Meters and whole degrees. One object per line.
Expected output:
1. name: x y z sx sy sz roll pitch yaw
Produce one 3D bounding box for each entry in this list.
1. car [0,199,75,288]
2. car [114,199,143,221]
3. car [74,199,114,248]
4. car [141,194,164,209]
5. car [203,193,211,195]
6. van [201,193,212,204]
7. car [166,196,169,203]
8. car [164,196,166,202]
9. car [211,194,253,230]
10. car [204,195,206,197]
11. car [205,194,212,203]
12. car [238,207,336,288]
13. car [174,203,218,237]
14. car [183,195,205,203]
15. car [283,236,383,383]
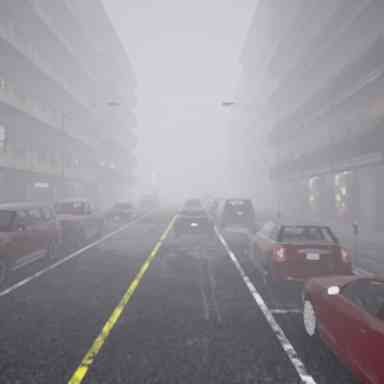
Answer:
1. car: -5.291 1.271 9.113 2.192 1.841 5.009 1 0 0
2. car: -5.297 1.449 25.707 1.947 1.339 4.313 1 0 0
3. car: -5.291 1.245 14.643 2.192 1.841 5.009 1 0 0
4. car: -5.291 1.143 42.295 2.192 1.841 5.009 1 0 0
5. car: 2.555 1.116 53.303 2.192 1.841 5.009 1 0 0
6. van: 2.554 1.131 58.835 1.690 1.788 3.998 1 0 0
7. car: -5.298 1.363 64.421 1.802 1.307 4.206 1 0 0
8. car: -5.297 1.358 47.827 1.887 1.381 4.507 1 0 0
9. car: 2.555 1.221 20.114 2.192 1.841 5.009 1 0 0
10. car: 2.549 1.410 42.241 1.802 1.307 4.206 1 0 0
11. car: 2.552 1.303 31.178 1.967 1.590 4.097 1 0 0
12. car: 2.594 1.396 9.053 1.967 1.590 4.097 1 0 0
13. car: 0.100 1.481 17.467 1.994 1.385 4.181 0 0 0
14. car: 0.102 1.354 35.087 1.837 1.490 4.892 0 0 0
15. car: 2.583 1.527 3.522 1.887 1.381 4.507 1 0 0
